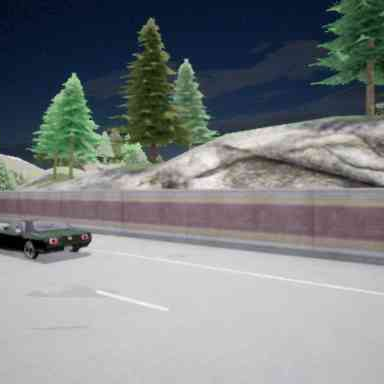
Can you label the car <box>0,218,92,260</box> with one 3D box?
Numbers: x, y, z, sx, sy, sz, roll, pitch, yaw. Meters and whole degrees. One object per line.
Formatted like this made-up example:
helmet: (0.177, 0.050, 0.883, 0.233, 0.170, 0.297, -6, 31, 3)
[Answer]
car: (-5.981, 1.622, 12.549, 4.718, 1.301, 1.895, 0, 0, 36)
